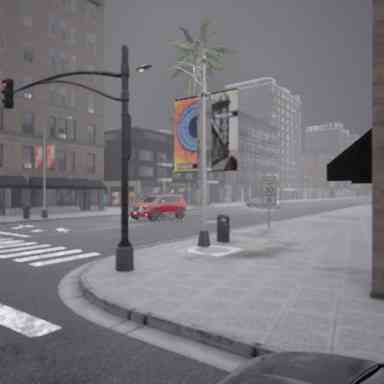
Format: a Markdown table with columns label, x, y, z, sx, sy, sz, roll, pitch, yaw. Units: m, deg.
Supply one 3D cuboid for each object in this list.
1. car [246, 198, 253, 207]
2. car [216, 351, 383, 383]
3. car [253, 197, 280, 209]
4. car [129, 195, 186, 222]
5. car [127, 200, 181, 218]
| label | x | y | z | sx | sy | sz | roll | pitch | yaw |
| --- | --- | --- | --- | --- | --- | --- | --- | --- | --- |
| car | 9.913 | 1.569 | 50.706 | 1.837 | 1.490 | 4.892 | 0 | -1 | 36 |
| car | 1.942 | 1.552 | 1.463 | 4.403 | 1.369 | 2.008 | 0 | 0 | 35 |
| car | 10.619 | 1.586 | 46.124 | 1.812 | 1.442 | 4.674 | 0 | 0 | 36 |
| car | -2.699 | 1.233 | 27.298 | 2.150 | 2.045 | 5.566 | 0 | 0 | 35 |
| car | -3.502 | 1.557 | 31.802 | 2.033 | 1.411 | 5.357 | 0 | 0 | 35 |
